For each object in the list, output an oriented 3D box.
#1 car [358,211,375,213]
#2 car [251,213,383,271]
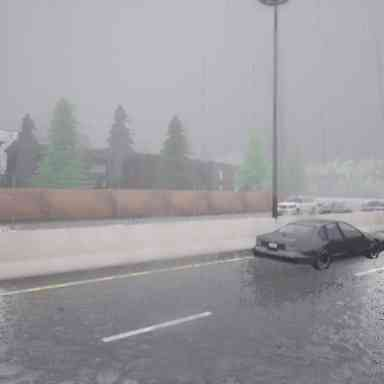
[{"bbox_3d":[16.972,1.606,30.558,4.553,1.767,2.097,1,0,-45],"label":"car"},{"bbox_3d":[4.424,1.629,11.219,5.357,1.411,2.033,1,0,-35],"label":"car"}]
